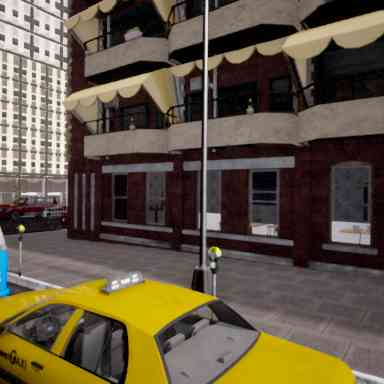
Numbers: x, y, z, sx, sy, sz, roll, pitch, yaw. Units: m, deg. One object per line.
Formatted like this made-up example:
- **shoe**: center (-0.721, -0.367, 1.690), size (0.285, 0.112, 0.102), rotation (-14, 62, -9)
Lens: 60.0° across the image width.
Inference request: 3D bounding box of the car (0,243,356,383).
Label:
- **car**: center (-0.902, 1.524, 3.508), size (4.829, 1.417, 1.752), rotation (0, 1, 36)

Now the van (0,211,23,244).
- **van**: center (-5.324, 1.338, 6.662), size (3.998, 1.788, 1.690), rotation (0, 1, 36)

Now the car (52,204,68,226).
- **car**: center (-6.970, 1.683, 23.207), size (1.887, 1.381, 4.507), rotation (1, 0, 36)

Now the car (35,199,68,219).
- **car**: center (-10.281, 1.561, 28.499), size (2.128, 1.511, 4.902), rotation (1, 0, 36)

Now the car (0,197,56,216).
- **car**: center (-13.757, 1.335, 28.117), size (2.192, 1.841, 5.009), rotation (1, 0, 36)
